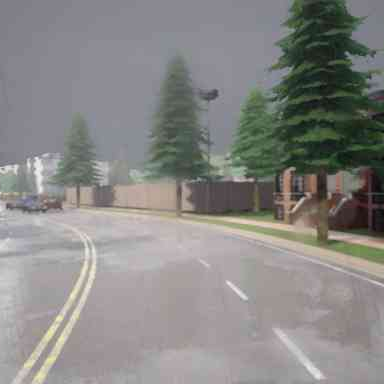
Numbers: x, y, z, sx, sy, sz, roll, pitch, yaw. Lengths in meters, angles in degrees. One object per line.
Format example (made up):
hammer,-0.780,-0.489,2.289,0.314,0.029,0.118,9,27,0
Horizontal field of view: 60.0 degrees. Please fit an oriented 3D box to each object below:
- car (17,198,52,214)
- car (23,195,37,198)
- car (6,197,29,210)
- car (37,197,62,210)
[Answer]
car,-18.393,1.745,38.771,2.033,1.411,5.357,0,0,-38
car,-27.324,1.514,55.945,2.150,2.045,5.566,0,0,-37
car,-24.893,1.810,47.124,2.033,1.411,5.357,0,0,-38
car,-19.451,1.691,45.862,1.882,1.535,5.008,0,0,-37
